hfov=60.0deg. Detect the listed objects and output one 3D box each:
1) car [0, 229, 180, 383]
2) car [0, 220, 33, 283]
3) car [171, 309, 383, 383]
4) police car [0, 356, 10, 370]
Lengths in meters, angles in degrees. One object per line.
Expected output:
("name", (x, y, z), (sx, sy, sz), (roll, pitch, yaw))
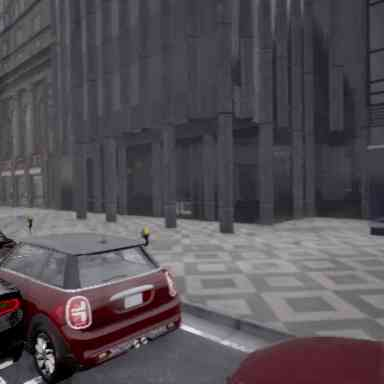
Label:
("car", (-2.167, 1.392, 5.474), (4.097, 1.590, 1.967), (0, 1, 42))
("car", (-6.368, 1.542, 9.293), (4.313, 1.339, 1.947), (0, 1, 42))
("car", (2.039, 1.511, 1.660), (4.206, 1.307, 1.802), (0, 1, 42))
("police car", (-4.281, 1.426, 4.879), (5.238, 1.638, 1.930), (0, 1, 42))
